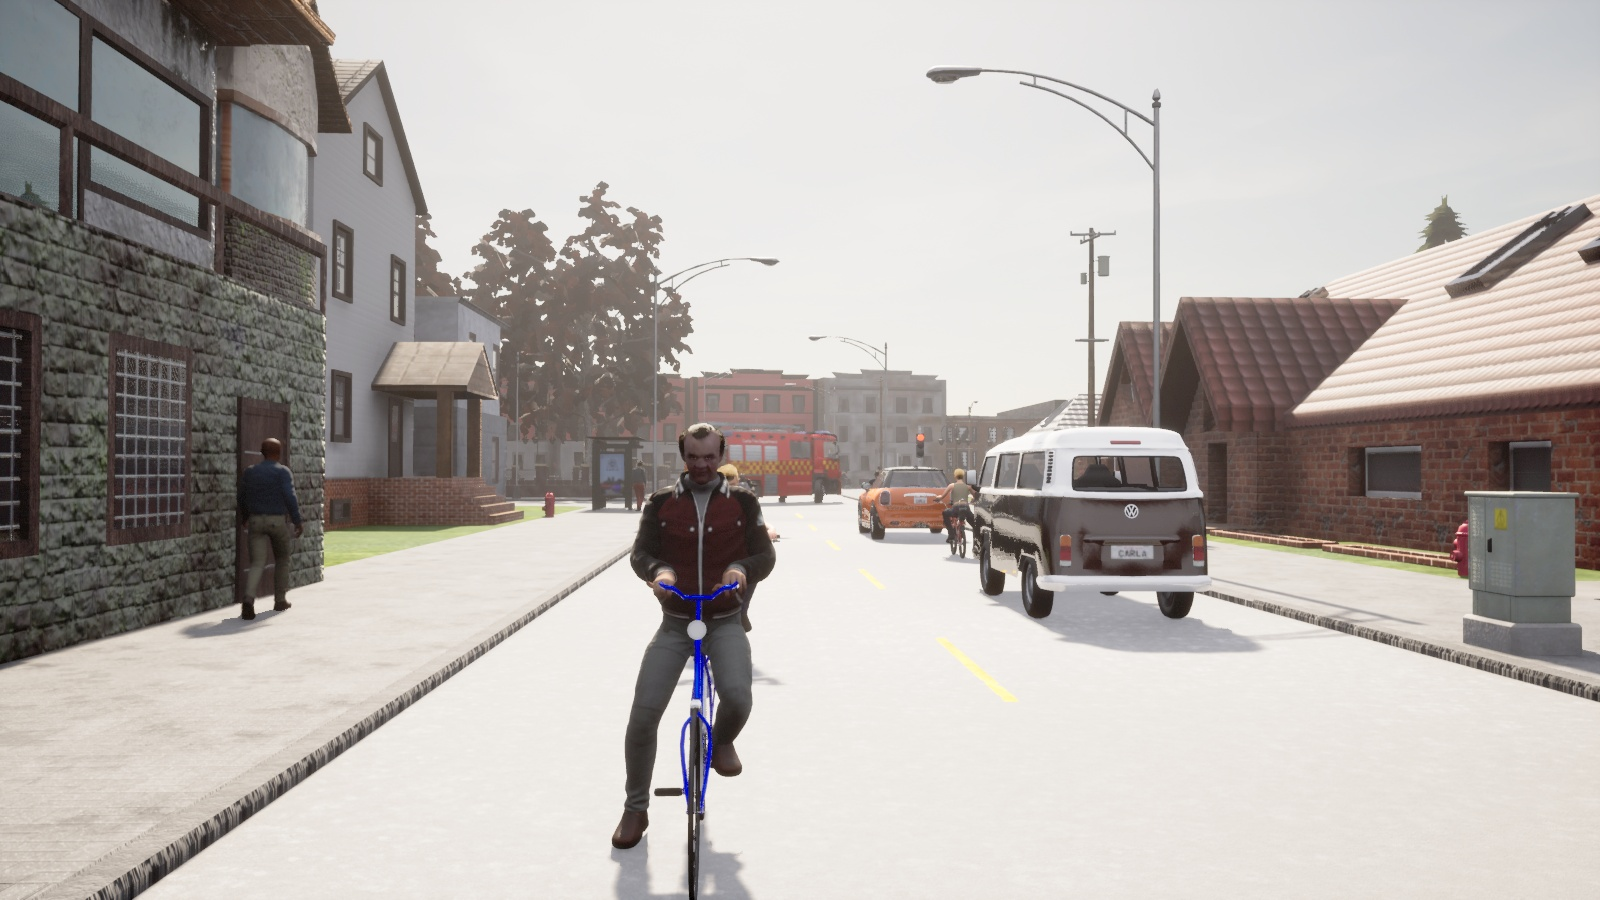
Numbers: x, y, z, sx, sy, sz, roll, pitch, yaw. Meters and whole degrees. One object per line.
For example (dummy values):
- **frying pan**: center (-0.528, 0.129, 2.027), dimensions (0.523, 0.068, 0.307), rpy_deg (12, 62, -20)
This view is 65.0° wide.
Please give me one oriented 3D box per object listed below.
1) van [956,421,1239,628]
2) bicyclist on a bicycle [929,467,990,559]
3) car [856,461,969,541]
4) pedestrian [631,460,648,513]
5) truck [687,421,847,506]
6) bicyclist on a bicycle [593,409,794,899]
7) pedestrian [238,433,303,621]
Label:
- **van**: center (3.239, 0.772, 14.712), dimensions (2.069, 2.038, 4.480), rpy_deg (0, -1, -2)
- **bicyclist on a bicycle**: center (2.899, 1.124, 22.953), dimensions (0.866, 1.612, 1.509), rpy_deg (0, -1, -2)
- **car**: center (2.603, 1.169, 30.248), dimensions (2.097, 1.767, 4.553), rpy_deg (0, -1, -3)
- **pedestrian**: center (-5.632, 1.287, 44.179), dimensions (0.353, 1.847, 0.614), rpy_deg (-1, -1, 19)
- **truck**: center (-1.434, 0.673, 60.744), dimensions (2.891, 3.827, 8.468), rpy_deg (-1, -1, 40)
- **bicyclist on a bicycle**: center (-0.398, 0.772, 5.058), dimensions (0.659, 1.776, 1.843), rpy_deg (0, -1, -3)
- **pedestrian**: center (-5.312, 0.757, 12.628), dimensions (0.370, 1.835, 0.726), rpy_deg (0, -1, -3)
